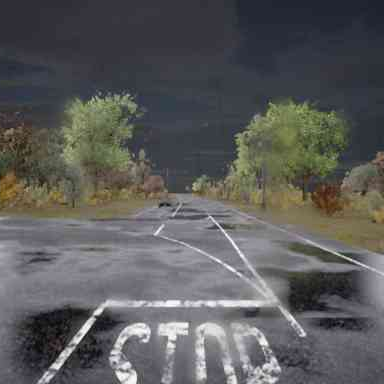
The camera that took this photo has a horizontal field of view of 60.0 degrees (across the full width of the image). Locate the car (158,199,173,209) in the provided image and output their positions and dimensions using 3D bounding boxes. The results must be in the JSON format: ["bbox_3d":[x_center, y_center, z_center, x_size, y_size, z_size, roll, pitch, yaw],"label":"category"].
[{"bbox_3d":[-3.651,1.604,46.405,1.895,1.301,4.718,0,0,-1],"label":"car"}]
